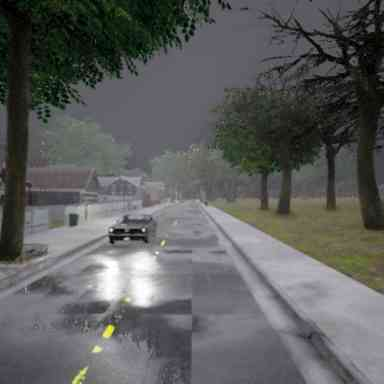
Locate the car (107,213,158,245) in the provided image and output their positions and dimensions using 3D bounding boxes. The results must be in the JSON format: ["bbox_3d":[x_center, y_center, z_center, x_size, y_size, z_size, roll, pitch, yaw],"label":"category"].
[{"bbox_3d":[-2.845,1.782,16.806,1.895,1.301,4.718,0,-1,0],"label":"car"}]
